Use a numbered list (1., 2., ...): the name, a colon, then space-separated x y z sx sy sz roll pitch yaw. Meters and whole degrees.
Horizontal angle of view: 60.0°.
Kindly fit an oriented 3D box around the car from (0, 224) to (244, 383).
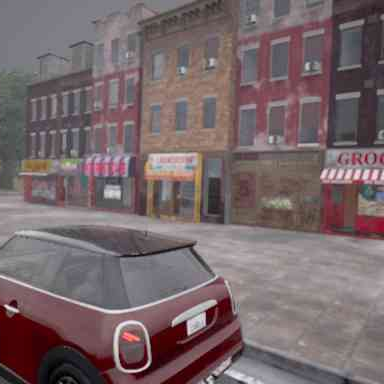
1. car: -1.668 1.227 4.488 4.553 1.767 2.097 2 1 36
